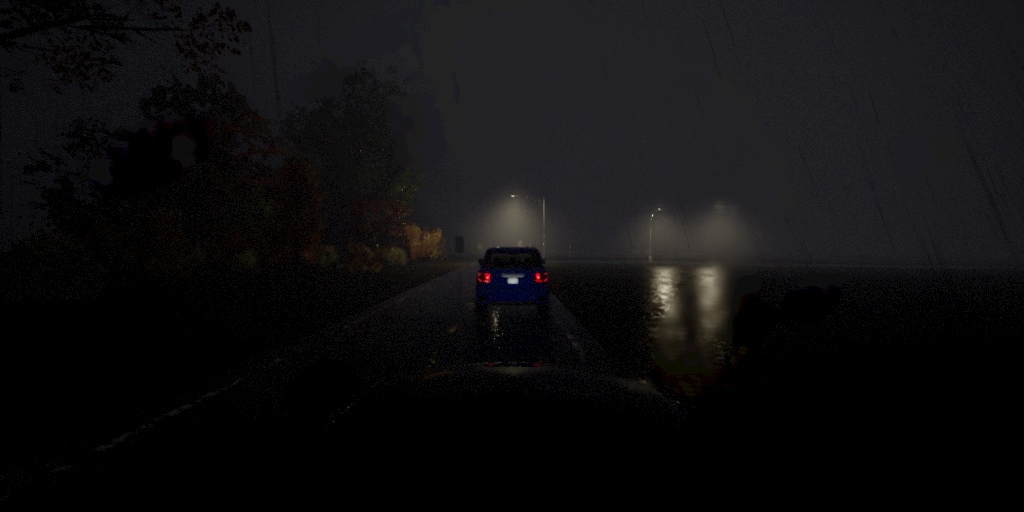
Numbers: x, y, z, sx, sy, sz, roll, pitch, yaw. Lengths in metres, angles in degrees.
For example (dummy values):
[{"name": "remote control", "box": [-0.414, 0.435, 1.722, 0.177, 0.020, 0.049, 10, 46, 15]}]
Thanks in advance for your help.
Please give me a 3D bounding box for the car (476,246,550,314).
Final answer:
[{"name": "car", "box": [0.001, 0.673, 12.329, 2.150, 2.045, 5.566, 0, 2, -1]}]
